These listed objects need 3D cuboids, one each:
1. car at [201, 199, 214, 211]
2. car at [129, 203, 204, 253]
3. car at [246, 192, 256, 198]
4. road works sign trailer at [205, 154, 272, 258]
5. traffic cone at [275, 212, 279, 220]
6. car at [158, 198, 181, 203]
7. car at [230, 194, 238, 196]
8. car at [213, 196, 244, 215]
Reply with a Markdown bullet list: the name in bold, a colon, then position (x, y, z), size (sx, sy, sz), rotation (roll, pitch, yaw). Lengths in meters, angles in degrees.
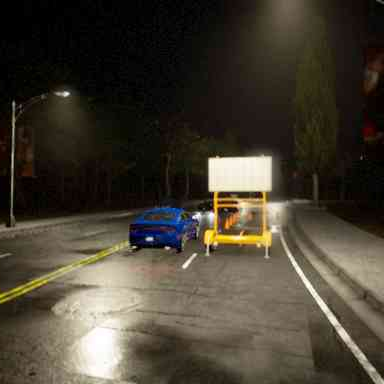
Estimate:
- **car**: position (1.943, 1.451, 37.839), size (1.895, 1.301, 4.718), rotation (0, 0, 17)
- **car**: position (-0.953, 1.417, 13.613), size (1.882, 1.535, 5.008), rotation (0, 0, 11)
- **car**: position (13.706, 0.736, 76.905), size (2.097, 1.767, 4.553), rotation (0, 0, 17)
- **road works sign trailer**: position (1.827, 0.398, 12.626), size (2.380, 3.560, 2.880), rotation (0, 0, 13)
- **traffic cone**: position (6.396, 1.805, 24.916), size (0.340, 0.580, 0.340), rotation (0, 0, 14)
- **car**: position (-2.382, 1.410, 34.711), size (1.812, 1.442, 4.674), rotation (0, 0, 17)
- **car**: position (9.282, 1.278, 73.437), size (2.128, 1.511, 4.902), rotation (0, 0, 17)
- **car**: position (3.651, 1.378, 31.414), size (1.812, 1.442, 4.674), rotation (0, 0, 16)
